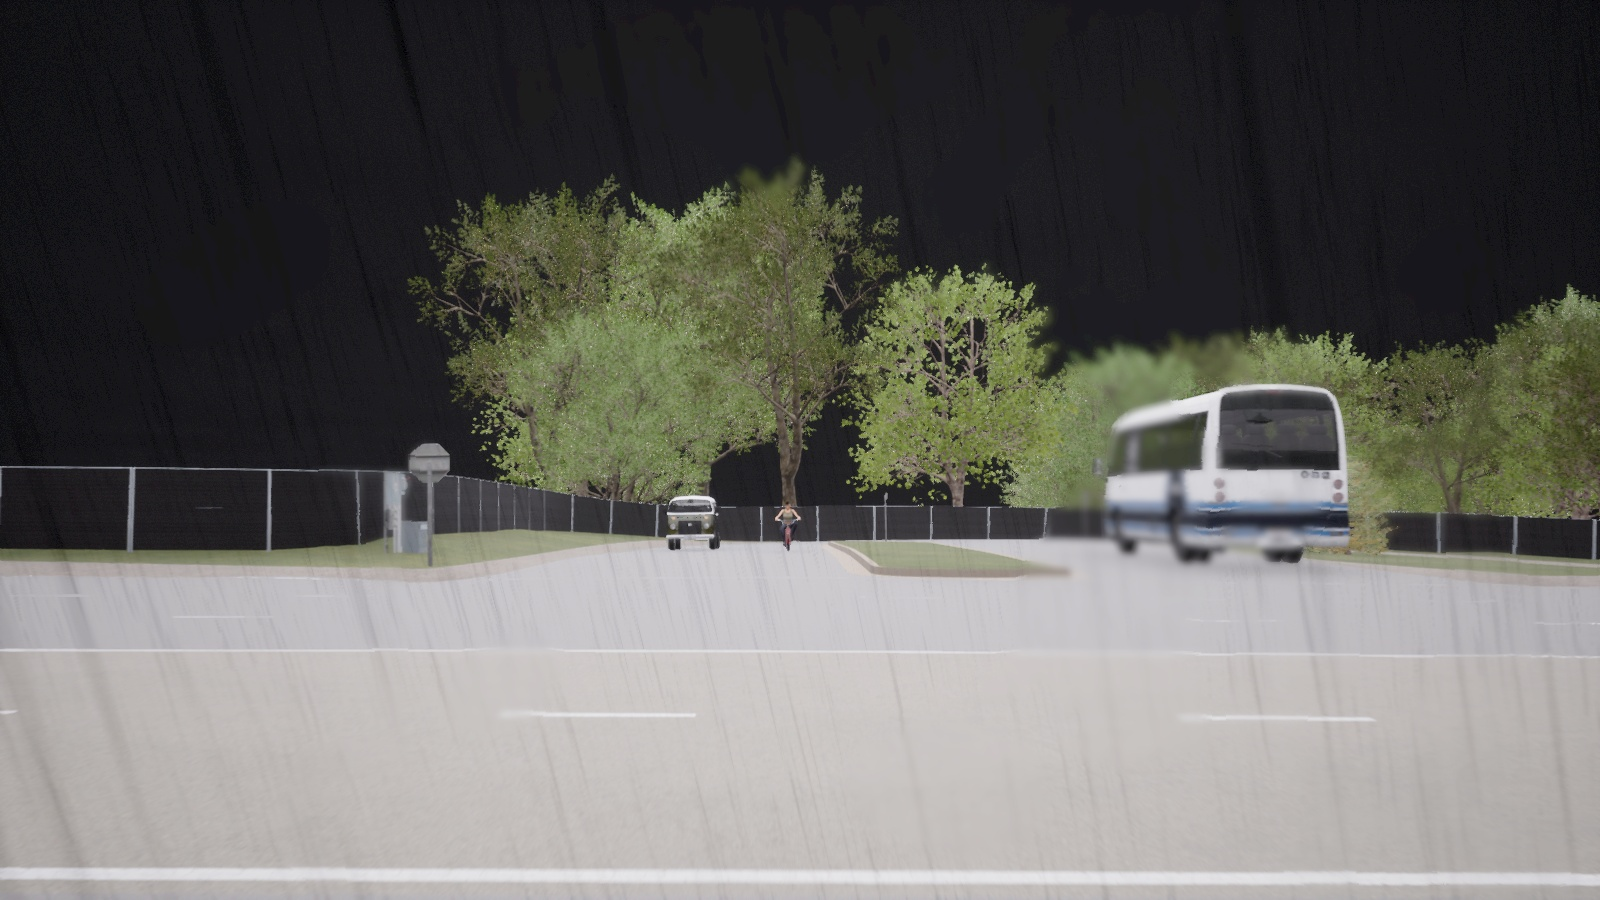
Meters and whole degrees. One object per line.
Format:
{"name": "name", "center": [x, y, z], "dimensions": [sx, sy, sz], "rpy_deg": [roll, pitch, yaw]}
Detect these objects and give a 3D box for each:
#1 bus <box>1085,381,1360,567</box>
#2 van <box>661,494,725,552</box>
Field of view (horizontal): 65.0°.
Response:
{"name": "bus", "center": [10.927, 0.749, 34.172], "dimensions": [3.944, 4.253, 10.273], "rpy_deg": [-1, -2, 0]}
{"name": "van", "center": [-3.974, 2.771, 47.348], "dimensions": [2.069, 2.038, 4.480], "rpy_deg": [-1, -4, -1]}
